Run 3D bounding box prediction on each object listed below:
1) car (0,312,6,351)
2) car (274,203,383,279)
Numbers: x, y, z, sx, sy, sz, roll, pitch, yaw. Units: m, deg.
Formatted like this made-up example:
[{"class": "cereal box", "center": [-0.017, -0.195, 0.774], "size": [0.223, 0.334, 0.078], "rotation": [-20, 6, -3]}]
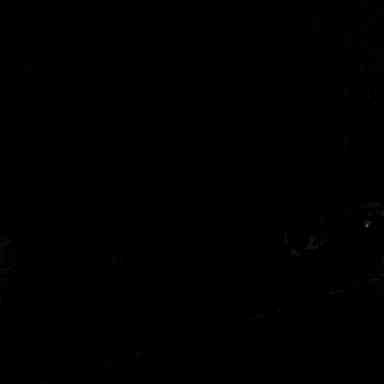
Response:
[{"class": "car", "center": [-4.438, 1.447, 3.601], "size": [4.097, 1.590, 1.967], "rotation": [0, 0, -35]}, {"class": "car", "center": [4.745, 1.275, 10.150], "size": [5.009, 1.841, 2.192], "rotation": [0, 0, -35]}]
